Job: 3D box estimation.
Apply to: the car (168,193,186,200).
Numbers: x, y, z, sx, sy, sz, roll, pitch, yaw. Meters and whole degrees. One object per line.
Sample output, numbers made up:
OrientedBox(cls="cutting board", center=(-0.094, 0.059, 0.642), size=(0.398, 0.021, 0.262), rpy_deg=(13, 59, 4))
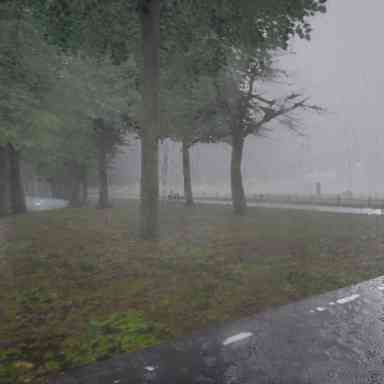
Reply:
OrientedBox(cls="car", center=(-2.546, 0.800, 60.145), size=(1.994, 1.385, 4.181), rpy_deg=(-1, 1, -36))
